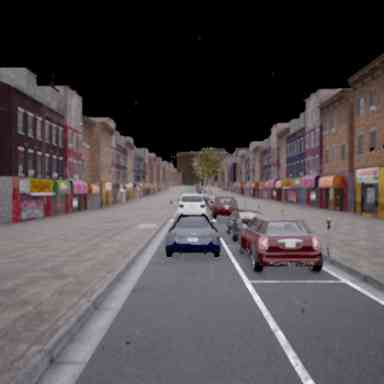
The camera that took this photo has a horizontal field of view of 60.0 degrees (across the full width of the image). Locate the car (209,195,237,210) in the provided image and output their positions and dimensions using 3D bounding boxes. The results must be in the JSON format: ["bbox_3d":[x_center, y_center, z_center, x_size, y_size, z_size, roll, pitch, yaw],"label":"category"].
[{"bbox_3d":[2.630,1.249,27.488,2.192,1.841,5.009,0,0,0],"label":"car"}]

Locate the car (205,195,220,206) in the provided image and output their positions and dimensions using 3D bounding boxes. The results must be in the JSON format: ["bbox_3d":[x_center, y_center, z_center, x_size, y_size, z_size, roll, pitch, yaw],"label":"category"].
[{"bbox_3d":[2.997,1.203,48.788,1.882,1.535,5.008,0,1,0],"label":"car"}]

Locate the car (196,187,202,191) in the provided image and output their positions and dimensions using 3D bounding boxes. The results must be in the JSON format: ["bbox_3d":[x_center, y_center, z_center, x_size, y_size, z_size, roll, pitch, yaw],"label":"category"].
[{"bbox_3d":[2.630,0.243,88.622,2.192,1.841,5.009,1,2,0],"label":"car"}]

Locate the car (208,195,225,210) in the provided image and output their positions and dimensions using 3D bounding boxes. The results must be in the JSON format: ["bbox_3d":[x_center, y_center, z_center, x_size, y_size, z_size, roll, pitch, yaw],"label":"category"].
[{"bbox_3d":[3.010,1.265,41.980,1.801,1.575,5.366,0,1,0],"label":"car"}]

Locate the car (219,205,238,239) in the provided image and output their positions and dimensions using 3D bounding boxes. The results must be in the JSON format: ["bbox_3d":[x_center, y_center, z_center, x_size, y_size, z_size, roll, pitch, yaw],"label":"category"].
[{"bbox_3d":[2.630,1.536,16.375,2.008,1.369,4.403,0,0,0],"label":"car"}]

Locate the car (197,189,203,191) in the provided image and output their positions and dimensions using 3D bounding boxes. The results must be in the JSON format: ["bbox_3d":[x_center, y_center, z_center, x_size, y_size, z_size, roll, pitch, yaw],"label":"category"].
[{"bbox_3d":[2.626,0.732,77.682,1.752,1.417,4.829,1,1,0],"label":"car"}]

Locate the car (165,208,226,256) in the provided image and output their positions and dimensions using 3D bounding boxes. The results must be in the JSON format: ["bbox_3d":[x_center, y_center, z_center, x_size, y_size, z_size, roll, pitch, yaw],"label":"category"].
[{"bbox_3d":[0.043,1.557,13.075,1.994,1.385,4.181,0,0,0],"label":"car"}]

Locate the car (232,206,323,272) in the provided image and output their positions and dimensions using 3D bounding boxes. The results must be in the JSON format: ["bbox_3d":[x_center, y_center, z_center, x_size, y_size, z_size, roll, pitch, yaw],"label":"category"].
[{"bbox_3d":[2.630,1.435,10.818,1.967,1.590,4.097,0,0,0],"label":"car"}]

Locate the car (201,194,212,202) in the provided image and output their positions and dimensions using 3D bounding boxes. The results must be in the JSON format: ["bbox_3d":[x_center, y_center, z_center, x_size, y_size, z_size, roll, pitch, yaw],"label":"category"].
[{"bbox_3d":[2.626,1.090,60.835,1.887,1.381,4.507,1,1,0],"label":"car"}]

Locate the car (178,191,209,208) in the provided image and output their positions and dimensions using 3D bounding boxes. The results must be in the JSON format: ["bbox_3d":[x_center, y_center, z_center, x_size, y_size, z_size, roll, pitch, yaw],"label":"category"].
[{"bbox_3d":[0.026,1.162,26.807,2.150,2.045,5.566,0,1,1],"label":"car"}]
